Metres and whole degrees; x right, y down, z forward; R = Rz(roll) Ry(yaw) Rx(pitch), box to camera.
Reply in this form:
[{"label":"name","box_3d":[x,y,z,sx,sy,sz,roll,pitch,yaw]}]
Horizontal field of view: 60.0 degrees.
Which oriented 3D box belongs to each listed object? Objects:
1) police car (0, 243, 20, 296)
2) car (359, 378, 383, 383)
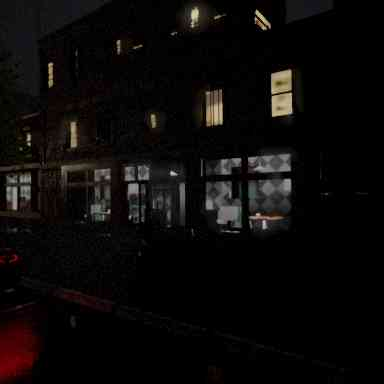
[{"label":"police car","box_3d":[-5.898,1.427,7.464,5.238,1.638,1.930,0,0,36]},{"label":"car","box_3d":[2.550,1.565,1.068,4.313,1.339,1.947,0,-1,36]}]
